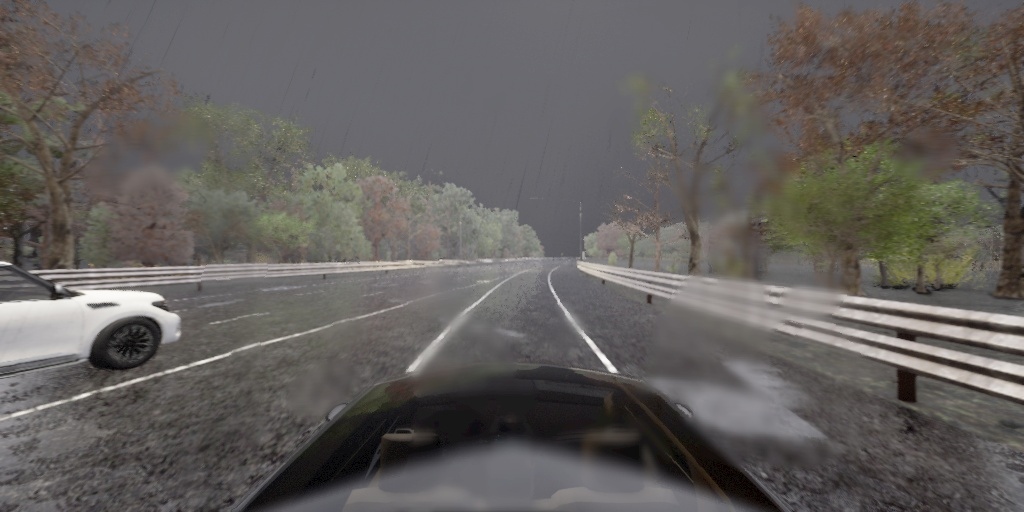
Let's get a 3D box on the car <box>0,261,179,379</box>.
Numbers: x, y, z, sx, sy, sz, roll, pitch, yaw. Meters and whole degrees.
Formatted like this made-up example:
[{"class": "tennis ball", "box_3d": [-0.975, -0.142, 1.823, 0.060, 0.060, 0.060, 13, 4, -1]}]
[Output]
[{"class": "car", "box_3d": [-7.918, 0.974, 4.662, 2.150, 2.045, 5.566, 0, 0, 10]}]
